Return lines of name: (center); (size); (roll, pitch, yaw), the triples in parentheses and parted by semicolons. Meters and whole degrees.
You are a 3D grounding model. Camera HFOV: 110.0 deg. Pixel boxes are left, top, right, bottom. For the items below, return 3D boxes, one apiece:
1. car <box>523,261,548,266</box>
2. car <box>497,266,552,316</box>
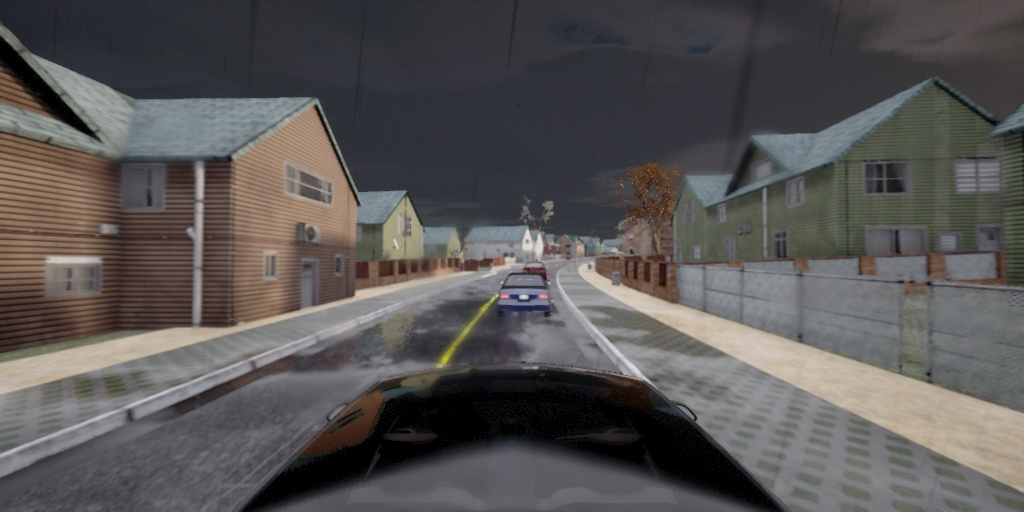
car: (1.875, 1.169, 28.979); (1.882, 1.535, 5.008); (0, 0, 7)
car: (0.488, 1.292, 13.394); (2.033, 1.411, 5.357); (0, 0, 3)
